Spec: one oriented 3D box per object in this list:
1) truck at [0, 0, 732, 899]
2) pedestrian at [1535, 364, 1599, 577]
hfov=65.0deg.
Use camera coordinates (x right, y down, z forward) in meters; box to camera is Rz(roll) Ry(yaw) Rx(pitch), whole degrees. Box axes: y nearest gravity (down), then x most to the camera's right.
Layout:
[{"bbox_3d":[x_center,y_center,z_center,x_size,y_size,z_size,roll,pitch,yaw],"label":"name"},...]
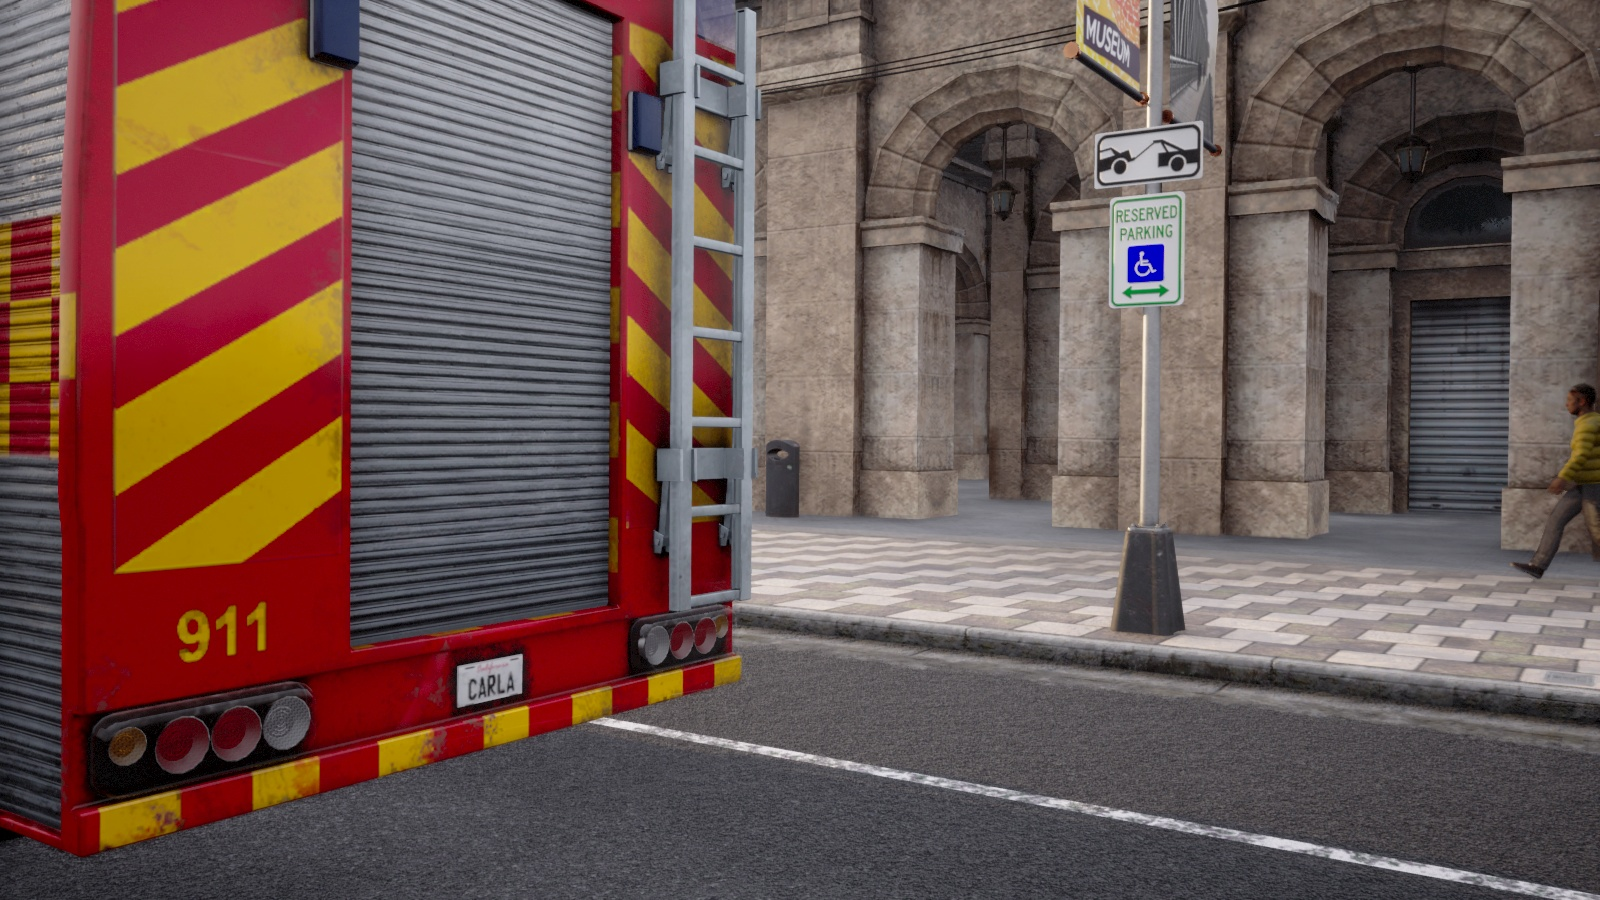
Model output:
[{"bbox_3d":[-4.646,-0.483,6.693,8.468,3.827,2.891,0,1,34],"label":"truck"},{"bbox_3d":[6.904,0.174,11.069,0.709,1.840,0.431,0,1,33],"label":"pedestrian"}]
